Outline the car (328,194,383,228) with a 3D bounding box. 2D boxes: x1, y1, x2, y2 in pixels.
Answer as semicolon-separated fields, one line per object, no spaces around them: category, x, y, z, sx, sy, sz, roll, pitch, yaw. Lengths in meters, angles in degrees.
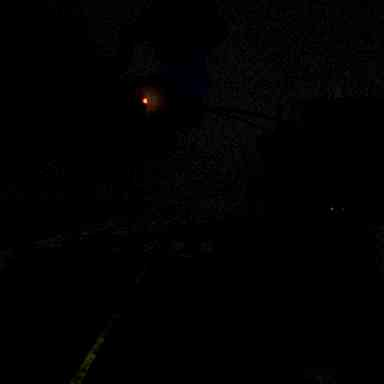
car;11.418;1.133;20.752;5.566;2.045;2.150;0;-1;0
